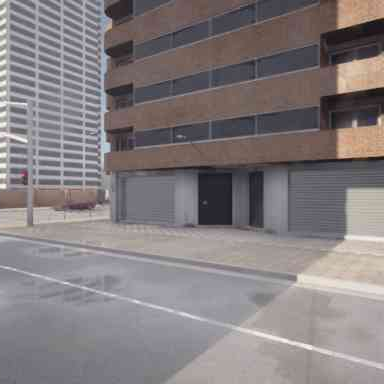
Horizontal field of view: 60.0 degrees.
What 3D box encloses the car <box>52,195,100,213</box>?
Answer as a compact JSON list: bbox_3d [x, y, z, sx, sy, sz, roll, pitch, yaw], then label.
[{"bbox_3d":[-13.424,1.477,38.007,1.882,1.535,5.008,0,0,35],"label":"car"}]
